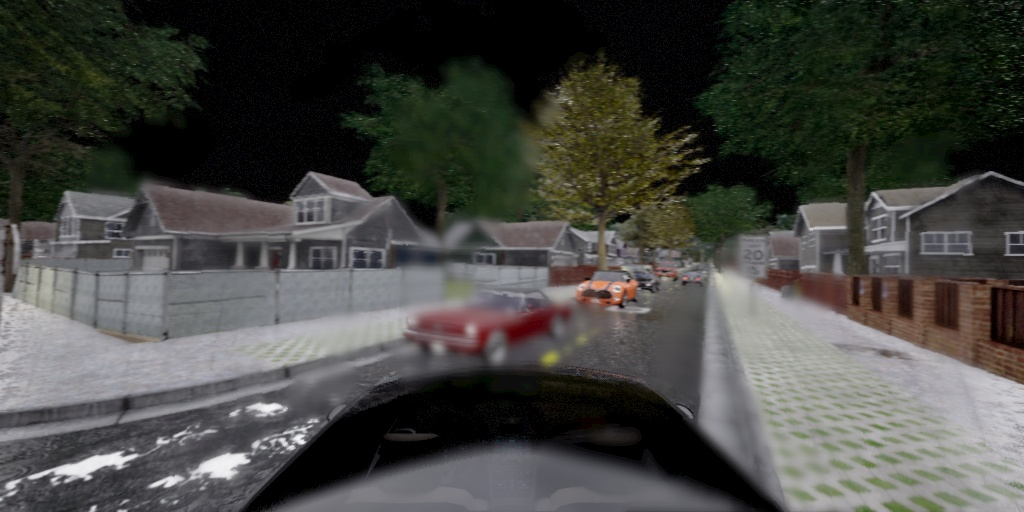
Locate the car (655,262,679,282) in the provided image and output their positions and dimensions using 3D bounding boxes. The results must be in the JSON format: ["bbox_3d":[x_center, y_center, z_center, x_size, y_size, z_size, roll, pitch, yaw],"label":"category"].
[{"bbox_3d":[17.390,1.661,40.173,2.150,2.045,5.566,1,-1,29],"label":"car"}]

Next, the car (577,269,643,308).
[{"bbox_3d":[4.780,1.464,17.590,2.097,1.767,4.553,1,-1,29],"label":"car"}]

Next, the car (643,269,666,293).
[{"bbox_3d":[9.896,1.921,26.829,2.033,1.411,5.357,1,-1,29],"label":"car"}]

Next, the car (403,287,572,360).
[{"bbox_3d":[-0.254,1.458,8.603,1.895,1.301,4.718,1,-1,31],"label":"car"}]

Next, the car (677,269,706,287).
[{"bbox_3d":[17.806,2.202,35.145,2.033,1.411,5.357,1,-1,29],"label":"car"}]
